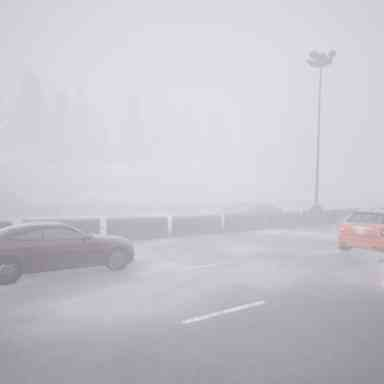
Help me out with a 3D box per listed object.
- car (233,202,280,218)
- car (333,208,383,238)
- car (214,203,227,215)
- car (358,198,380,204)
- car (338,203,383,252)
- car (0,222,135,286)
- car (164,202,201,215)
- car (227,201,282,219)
[{"bbox_3d":[6.691,1.775,34.281,4.892,1.490,1.837,1,-1,-35],"label":"car"},{"bbox_3d":[10.500,1.730,19.611,4.674,1.442,1.812,0,0,-35],"label":"car"},{"bbox_3d":[4.695,1.771,37.156,4.902,1.511,2.128,0,0,-35],"label":"car"},{"bbox_3d":[32.364,1.801,60.696,4.553,1.767,2.097,1,0,-35],"label":"car"},{"bbox_3d":[8.030,1.513,13.607,4.553,1.767,2.097,1,0,-35],"label":"car"},{"bbox_3d":[-3.935,1.578,9.498,4.674,1.442,1.812,1,-1,-35],"label":"car"},{"bbox_3d":[-1.005,1.829,37.435,4.181,1.385,1.994,1,0,-35],"label":"car"},{"bbox_3d":[5.814,1.720,29.392,5.008,1.535,1.882,1,-1,-35],"label":"car"}]
